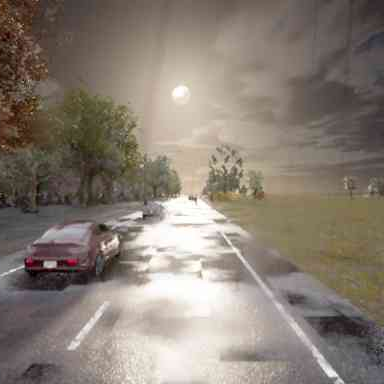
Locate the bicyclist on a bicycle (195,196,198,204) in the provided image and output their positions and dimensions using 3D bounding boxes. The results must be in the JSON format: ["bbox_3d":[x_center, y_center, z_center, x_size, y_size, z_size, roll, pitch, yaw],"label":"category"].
[{"bbox_3d":[0.928,1.831,73.326,0.659,1.776,1.843,0,0,0],"label":"bicyclist on a bicycle"}]

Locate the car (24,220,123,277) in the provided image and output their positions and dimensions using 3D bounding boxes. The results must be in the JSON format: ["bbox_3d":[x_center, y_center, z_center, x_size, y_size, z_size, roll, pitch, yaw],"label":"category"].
[{"bbox_3d":[-3.409,1.590,10.305,1.812,1.442,4.674,0,0,0],"label":"car"}]

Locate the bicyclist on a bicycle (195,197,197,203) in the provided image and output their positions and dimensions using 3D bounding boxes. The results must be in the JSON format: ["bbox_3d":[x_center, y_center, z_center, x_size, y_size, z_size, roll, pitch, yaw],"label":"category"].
[{"bbox_3d":[0.925,1.970,82.330,0.582,1.620,1.656,0,-1,0],"label":"bicyclist on a bicycle"}]

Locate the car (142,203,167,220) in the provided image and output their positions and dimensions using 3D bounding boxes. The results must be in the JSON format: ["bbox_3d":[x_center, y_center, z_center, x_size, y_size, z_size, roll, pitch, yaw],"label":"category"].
[{"bbox_3d":[-3.414,1.739,30.650,2.033,1.411,5.357,0,0,0],"label":"car"}]
